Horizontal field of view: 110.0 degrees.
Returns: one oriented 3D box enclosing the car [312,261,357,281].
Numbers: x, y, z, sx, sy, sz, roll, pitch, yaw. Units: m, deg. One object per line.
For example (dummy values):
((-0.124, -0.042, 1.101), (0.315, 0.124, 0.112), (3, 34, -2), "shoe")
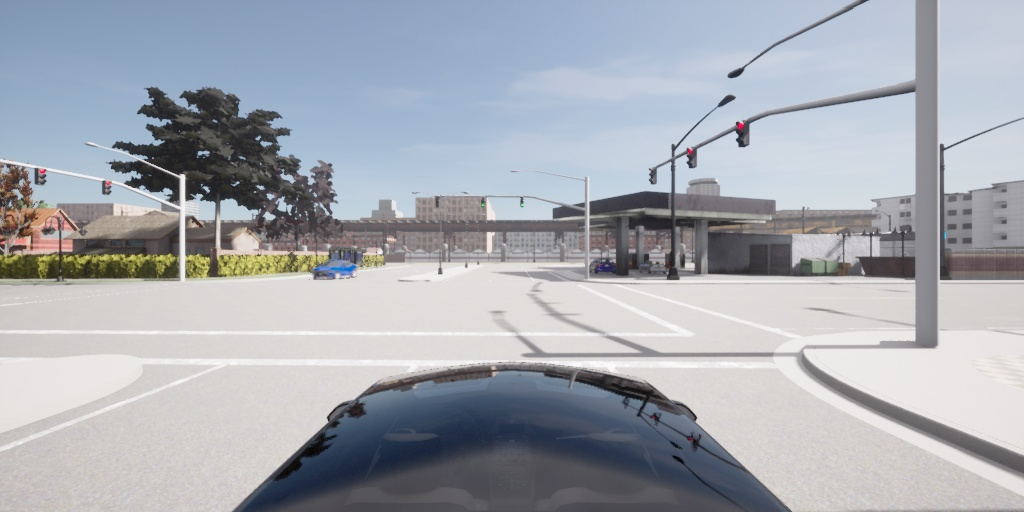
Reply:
((-14.994, 1.145, 30.598), (1.882, 1.535, 5.008), (0, 0, 0), "car")
